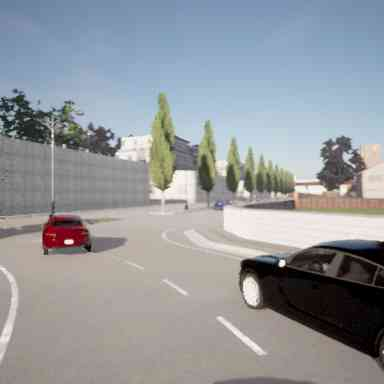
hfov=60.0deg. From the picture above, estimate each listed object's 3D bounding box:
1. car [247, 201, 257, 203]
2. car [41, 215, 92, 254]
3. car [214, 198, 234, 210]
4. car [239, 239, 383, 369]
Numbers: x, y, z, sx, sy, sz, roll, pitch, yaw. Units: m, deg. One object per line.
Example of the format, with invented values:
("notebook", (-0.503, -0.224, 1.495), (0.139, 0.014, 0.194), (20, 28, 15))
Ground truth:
("car", (10.123, 2.111, 55.382), (1.895, 1.301, 4.718), (-1, -1, 22))
("car", (-5.499, 1.726, 14.492), (1.812, 1.442, 4.674), (0, -1, -23))
("car", (5.056, 1.870, 52.230), (2.097, 1.767, 4.553), (-1, -1, 22))
("car", (2.651, 1.516, 5.413), (1.882, 1.535, 5.008), (0, -1, -24))
